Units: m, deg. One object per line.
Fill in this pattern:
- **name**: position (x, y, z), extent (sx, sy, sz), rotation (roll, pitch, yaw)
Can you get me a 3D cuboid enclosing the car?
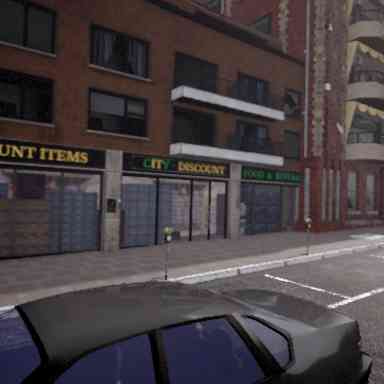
- **car**: position (-0.707, 1.553, 2.565), extent (5.357, 1.411, 2.033), rotation (0, 0, -36)
